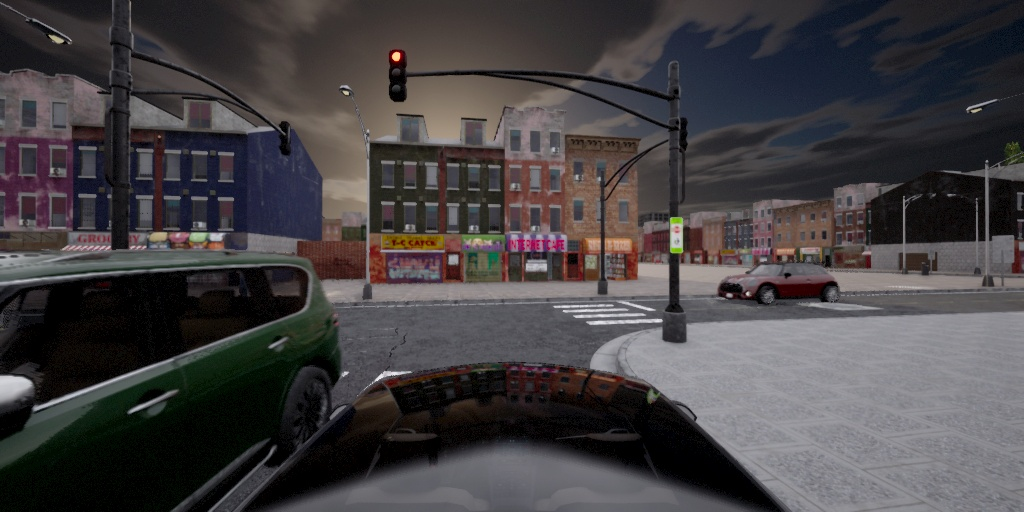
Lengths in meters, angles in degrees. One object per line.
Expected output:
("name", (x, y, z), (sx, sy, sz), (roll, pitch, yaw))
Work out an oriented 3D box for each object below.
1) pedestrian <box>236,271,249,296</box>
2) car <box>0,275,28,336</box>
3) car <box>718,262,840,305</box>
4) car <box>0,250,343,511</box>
("pedestrian", (-11.107, 0.944, 14.926), (0.375, 1.860, 0.375), (0, 0, -9))
("car", (-15.410, 1.277, 8.332), (4.902, 1.511, 2.128), (0, 0, -8))
("car", (11.411, 1.075, 15.510), (4.553, 1.767, 2.097), (0, 0, -9))
("car", (-2.927, 0.971, 1.935), (2.150, 2.045, 5.566), (0, 0, -3))
